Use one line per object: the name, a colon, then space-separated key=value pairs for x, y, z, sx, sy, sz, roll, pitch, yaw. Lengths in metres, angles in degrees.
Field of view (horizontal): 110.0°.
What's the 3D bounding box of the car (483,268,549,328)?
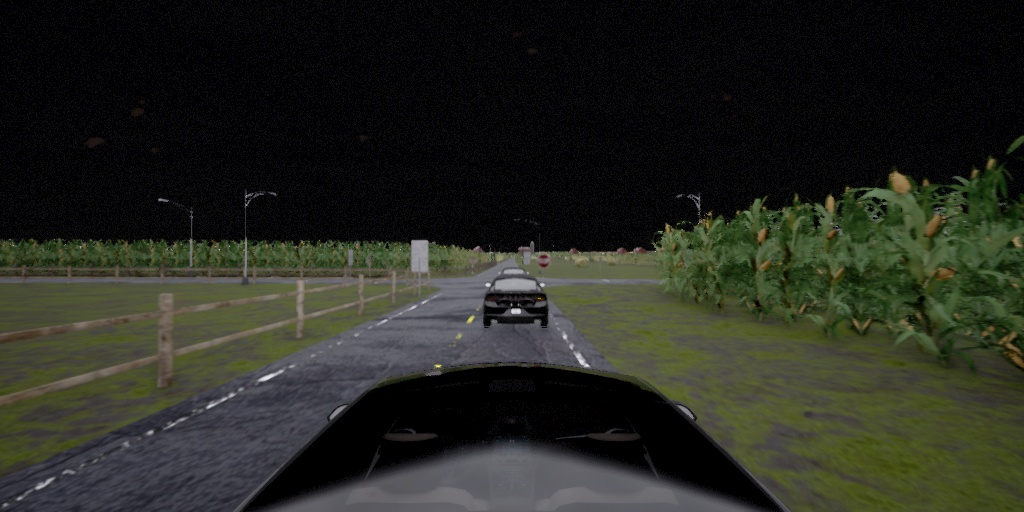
car: x=0.108 y=1.345 z=11.989 sx=1.882 sy=1.535 sz=5.008 roll=0 pitch=-1 yaw=0
